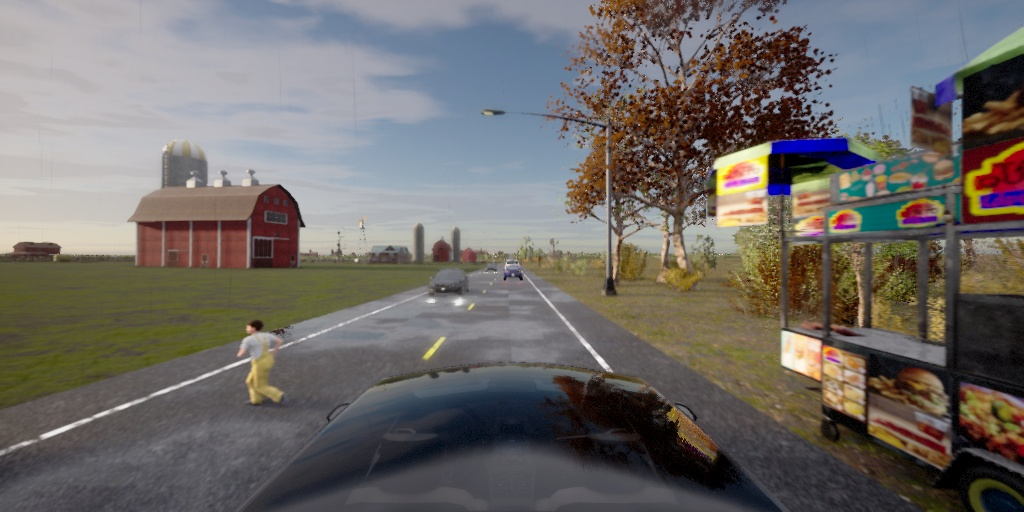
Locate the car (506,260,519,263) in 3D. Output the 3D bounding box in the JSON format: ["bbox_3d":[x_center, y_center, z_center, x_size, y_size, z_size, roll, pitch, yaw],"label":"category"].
[{"bbox_3d":[0.084,1.591,50.210,2.150,2.045,5.566,0,-1,1],"label":"car"}]

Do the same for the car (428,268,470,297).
[{"bbox_3d":[-3.600,1.506,21.173,1.837,1.490,4.892,0,-1,0],"label":"car"}]

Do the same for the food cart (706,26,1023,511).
[{"bbox_3d":[4.000,0.240,3.531,2.280,3.560,4.660,0,0,0],"label":"food cart"}]

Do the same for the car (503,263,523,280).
[{"bbox_3d":[0.100,1.729,36.967,1.812,1.442,4.674,0,-2,0],"label":"car"}]

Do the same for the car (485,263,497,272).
[{"bbox_3d":[-3.562,2.020,61.763,1.837,1.490,4.892,0,0,0],"label":"car"}]

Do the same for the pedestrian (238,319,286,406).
[{"bbox_3d":[-3.359,1.364,4.791,0.375,1.300,0.375,-1,0,-3],"label":"pedestrian"}]
